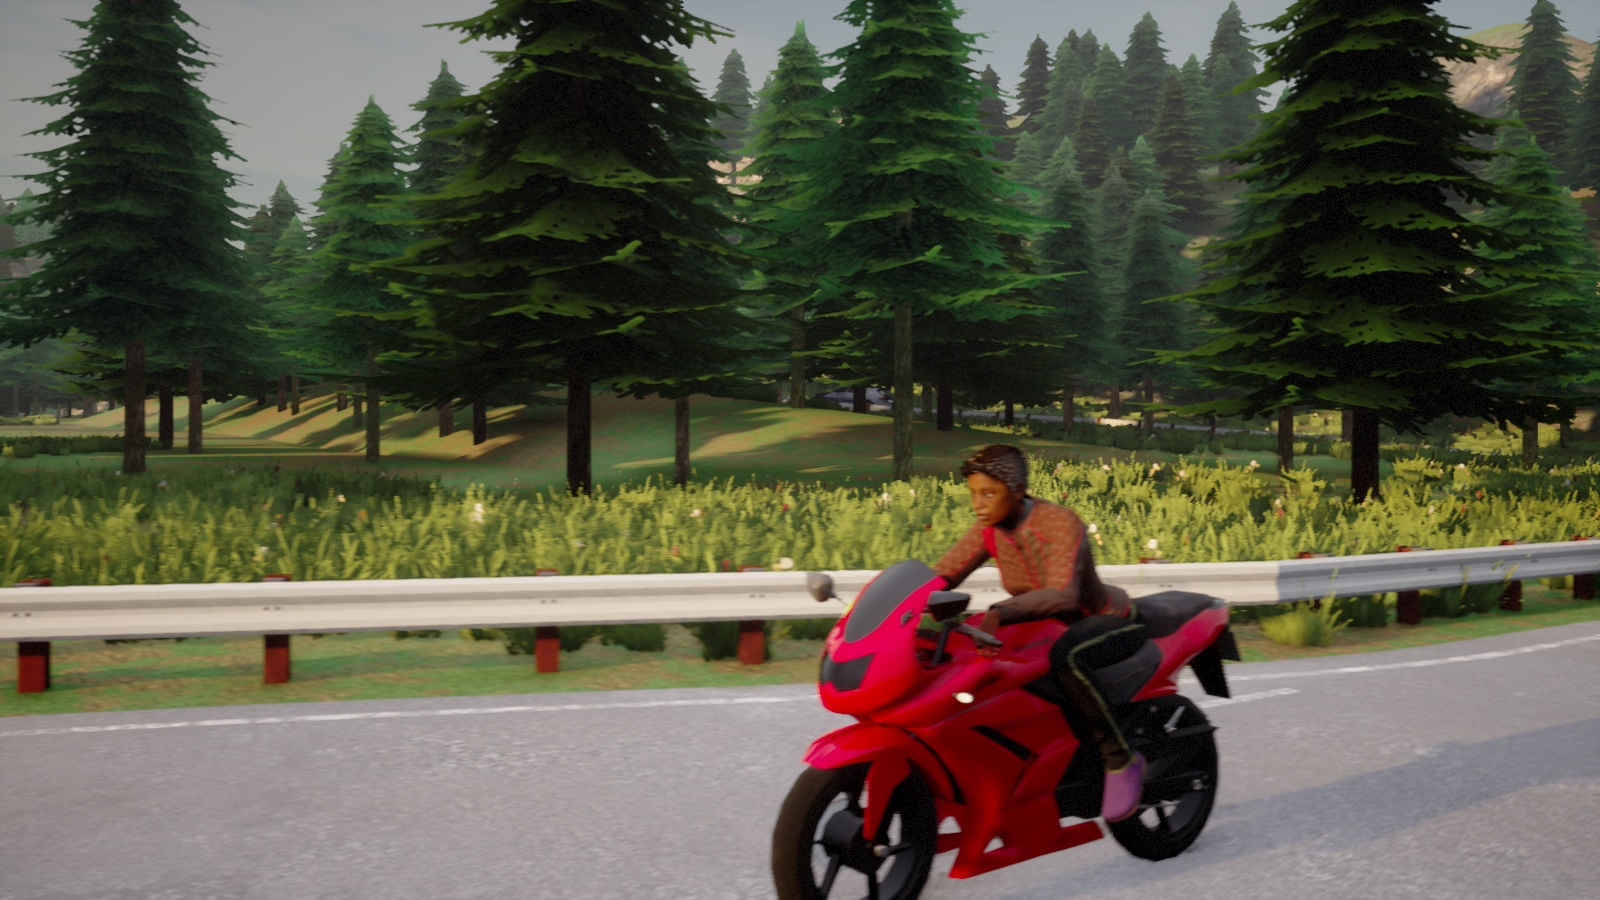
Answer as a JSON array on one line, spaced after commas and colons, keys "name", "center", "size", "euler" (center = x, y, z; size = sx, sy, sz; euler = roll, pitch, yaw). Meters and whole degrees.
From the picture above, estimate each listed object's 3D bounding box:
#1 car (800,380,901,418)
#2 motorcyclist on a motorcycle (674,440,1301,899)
[{"name": "car", "center": [2.655, -2.673, 66.119], "size": [4.856, 1.649, 2.033], "euler": [6, 4, 34]}, {"name": "motorcyclist on a motorcycle", "center": [0.681, 0.736, 4.131], "size": [2.044, 1.523, 0.797], "euler": [0, 0, -35]}]
